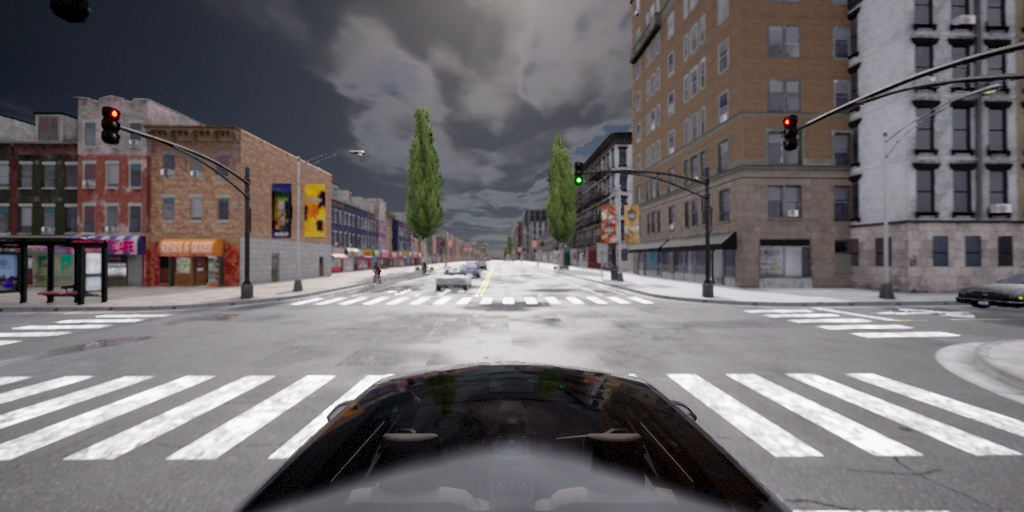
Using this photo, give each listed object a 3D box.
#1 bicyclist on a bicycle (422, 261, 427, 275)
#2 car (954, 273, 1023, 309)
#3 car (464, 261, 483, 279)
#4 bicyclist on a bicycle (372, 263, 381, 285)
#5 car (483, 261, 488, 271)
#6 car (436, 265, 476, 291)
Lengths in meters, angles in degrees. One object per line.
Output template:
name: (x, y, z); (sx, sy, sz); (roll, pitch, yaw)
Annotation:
bicyclist on a bicycle: (-9.960, 1.393, 40.769); (0.582, 1.620, 1.656); (0, 0, 0)
car: (19.475, 1.283, 12.907); (5.357, 1.411, 2.033); (0, 0, -2)
car: (-4.104, 1.434, 35.633); (1.812, 1.442, 4.674); (0, 0, -2)
bicyclist on a bicycle: (-9.867, 1.321, 26.180); (0.582, 1.620, 1.656); (0, 0, 0)
car: (-4.877, 1.521, 56.742); (1.837, 1.490, 4.892); (0, -1, -2)
car: (-3.619, 1.447, 22.952); (1.895, 1.301, 4.718); (0, 0, -2)
